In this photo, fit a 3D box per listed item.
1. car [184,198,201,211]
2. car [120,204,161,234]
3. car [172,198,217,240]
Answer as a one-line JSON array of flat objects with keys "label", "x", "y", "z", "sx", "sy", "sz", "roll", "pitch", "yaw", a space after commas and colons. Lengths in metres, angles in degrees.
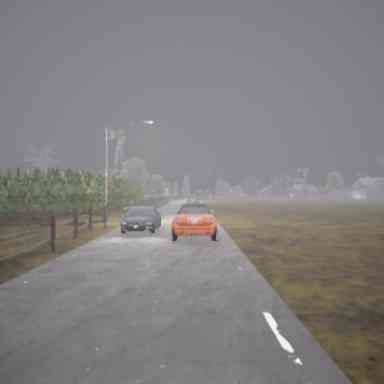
[{"label": "car", "x": 0.119, "y": 1.517, "z": 42.291, "sx": 2.033, "sy": 1.411, "sz": 5.357, "roll": 0, "pitch": 0, "yaw": 0}, {"label": "car", "x": -2.826, "y": 1.498, "z": 19.124, "sx": 1.837, "sy": 1.490, "sz": 4.892, "roll": 0, "pitch": 0, "yaw": 0}, {"label": "car", "x": 0.107, "y": 1.348, "z": 17.121, "sx": 2.097, "sy": 1.767, "sz": 4.553, "roll": 0, "pitch": 0, "yaw": 0}]
